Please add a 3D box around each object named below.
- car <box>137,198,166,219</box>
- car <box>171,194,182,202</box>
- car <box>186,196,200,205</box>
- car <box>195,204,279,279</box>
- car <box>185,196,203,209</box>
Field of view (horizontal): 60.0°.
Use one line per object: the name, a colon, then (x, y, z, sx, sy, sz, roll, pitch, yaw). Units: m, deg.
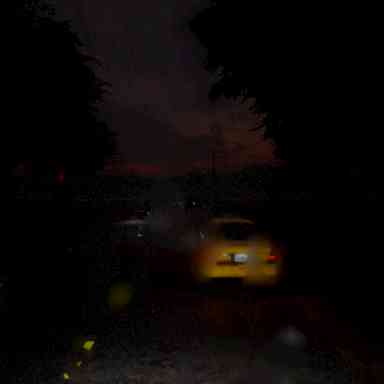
car: (-3.028, 1.251, 25.858, 1.837, 1.490, 4.892, 0, 1, 0)
car: (-2.828, 1.034, 62.294, 1.882, 1.535, 5.008, 0, 0, 0)
car: (0.142, 1.209, 49.507, 1.895, 1.301, 4.718, 0, 0, 0)
car: (1.077, 1.357, 9.667, 1.801, 1.575, 5.366, 0, 1, 0)
car: (0.195, 1.224, 38.510, 1.994, 1.385, 4.181, 0, 0, -1)
